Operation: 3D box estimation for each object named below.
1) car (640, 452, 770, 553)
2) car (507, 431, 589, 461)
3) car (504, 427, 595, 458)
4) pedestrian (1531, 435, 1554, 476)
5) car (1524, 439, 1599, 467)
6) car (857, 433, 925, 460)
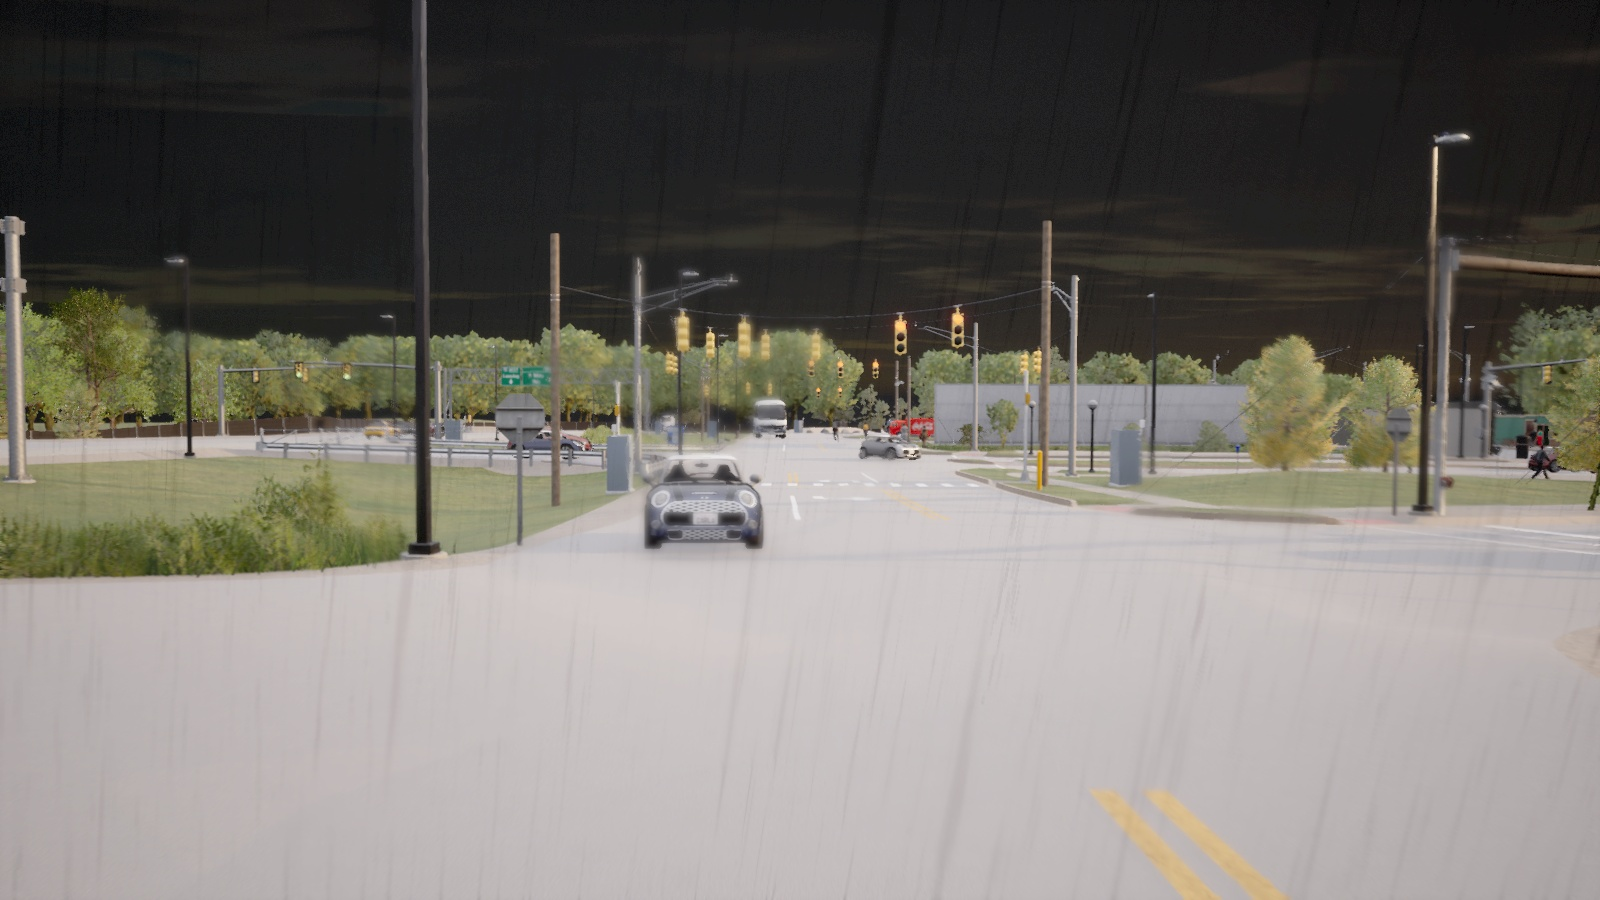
[{"bbox_3d":[-1.631,0.802,21.078,1.970,1.475,3.806,0,1,-6],"label":"car"},{"bbox_3d":[-13.093,-0.219,65.322,3.806,1.475,1.970,0,1,3],"label":"car"},{"bbox_3d":[-13.748,-0.442,69.050,4.611,1.667,2.242,0,1,-3],"label":"car"},{"bbox_3d":[35.954,0.280,60.821,0.788,1.949,0.423,0,3,-2],"label":"pedestrian"},{"bbox_3d":[44.217,0.166,72.405,3.806,1.475,1.970,1,2,-6],"label":"car"},{"bbox_3d":[5.306,-0.219,73.666,1.970,1.475,3.806,-1,2,-38],"label":"car"}]
